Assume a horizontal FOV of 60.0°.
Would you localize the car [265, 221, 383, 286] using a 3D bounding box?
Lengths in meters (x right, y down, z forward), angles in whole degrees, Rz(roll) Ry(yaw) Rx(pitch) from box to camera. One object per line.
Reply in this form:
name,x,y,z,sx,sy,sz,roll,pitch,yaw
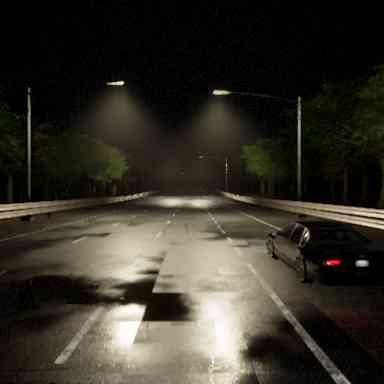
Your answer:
car,3.538,1.539,9.449,2.033,1.411,5.357,0,0,0
